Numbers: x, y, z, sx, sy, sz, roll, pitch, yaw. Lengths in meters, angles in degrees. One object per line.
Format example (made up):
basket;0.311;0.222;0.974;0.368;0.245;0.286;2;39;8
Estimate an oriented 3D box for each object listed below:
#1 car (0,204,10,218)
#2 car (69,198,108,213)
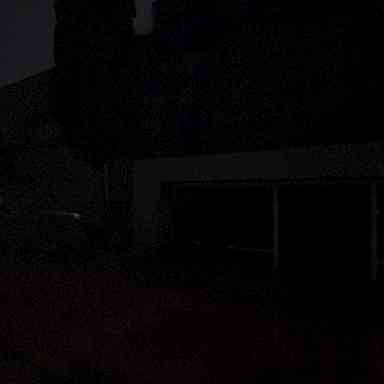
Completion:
car;-18.205;1.478;28.108;1.882;1.535;5.008;0;0;36
car;-11.478;1.506;37.448;1.837;1.490;4.892;0;0;36
